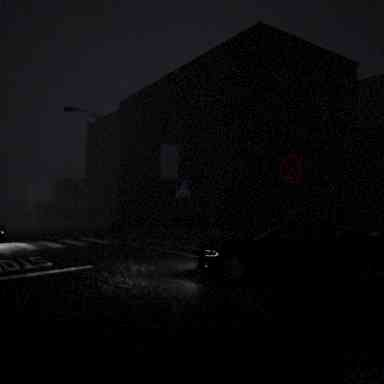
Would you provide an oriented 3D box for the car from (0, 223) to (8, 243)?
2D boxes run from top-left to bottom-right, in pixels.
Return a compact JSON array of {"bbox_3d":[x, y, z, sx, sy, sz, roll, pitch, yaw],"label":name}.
[{"bbox_3d":[-11.941,2.164,19.025,2.033,1.411,5.357,0,-4,-37],"label":"car"}]

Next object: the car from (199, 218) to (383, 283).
[{"bbox_3d":[2.678,1.486,9.092,5.008,1.535,1.882,0,0,1],"label":"car"}]
